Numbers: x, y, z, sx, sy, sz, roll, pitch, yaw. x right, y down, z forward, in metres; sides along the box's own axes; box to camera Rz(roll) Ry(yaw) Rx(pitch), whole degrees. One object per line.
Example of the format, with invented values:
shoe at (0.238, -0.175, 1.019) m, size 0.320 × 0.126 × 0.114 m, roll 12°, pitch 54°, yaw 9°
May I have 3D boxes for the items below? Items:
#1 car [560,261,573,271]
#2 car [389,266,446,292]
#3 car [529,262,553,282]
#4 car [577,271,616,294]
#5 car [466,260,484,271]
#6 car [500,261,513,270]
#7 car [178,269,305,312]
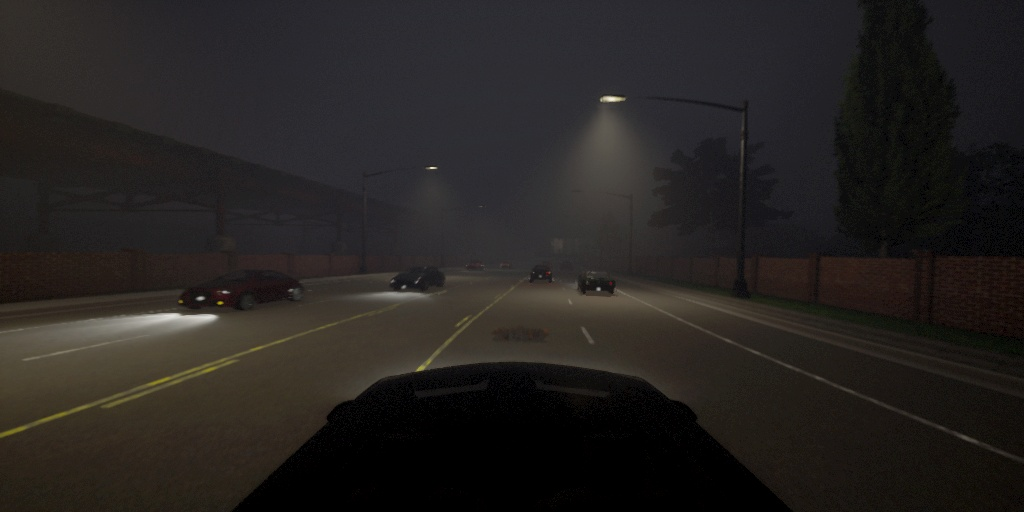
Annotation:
car at (9.400, 1.674, 62.358) m, size 2.097 × 1.767 × 4.553 m, roll 1°, pitch 0°, yaw 6°
car at (-5.611, 1.328, 22.181) m, size 2.033 × 1.411 × 5.357 m, roll 1°, pitch 0°, yaw 6°
car at (2.629, 1.525, 32.011) m, size 1.812 × 1.442 × 4.674 m, roll 1°, pitch 0°, yaw 6°
car at (5.143, 1.586, 22.471) m, size 1.895 × 1.301 × 4.718 m, roll 1°, pitch 0°, yaw 6°
car at (-5.615, 1.342, 54.817) m, size 2.097 × 1.767 × 4.553 m, roll 1°, pitch 0°, yaw 7°
car at (-1.024, 1.629, 64.680) m, size 1.882 × 1.535 × 5.008 m, roll 1°, pitch 0°, yaw 6°
car at (-9.977, 1.207, 13.654) m, size 1.994 × 1.385 × 4.181 m, roll 1°, pitch 0°, yaw 5°
